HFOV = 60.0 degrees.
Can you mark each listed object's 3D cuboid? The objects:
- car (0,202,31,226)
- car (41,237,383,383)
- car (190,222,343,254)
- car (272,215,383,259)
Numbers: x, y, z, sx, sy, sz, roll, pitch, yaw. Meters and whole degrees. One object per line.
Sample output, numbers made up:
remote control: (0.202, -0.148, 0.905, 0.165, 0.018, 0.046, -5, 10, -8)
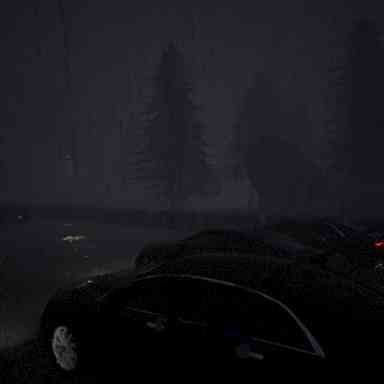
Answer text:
car: (-12.370, 1.378, 21.430, 5.008, 1.535, 1.882, 0, 0, 36)
car: (0.196, 1.493, 3.854, 4.892, 1.490, 1.837, 1, 0, 36)
car: (0.757, 1.502, 7.755, 4.674, 1.442, 1.812, 0, 0, 36)
car: (3.267, 1.485, 10.262, 4.892, 1.490, 1.837, 1, 0, 36)
